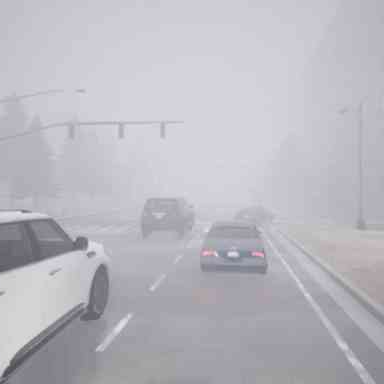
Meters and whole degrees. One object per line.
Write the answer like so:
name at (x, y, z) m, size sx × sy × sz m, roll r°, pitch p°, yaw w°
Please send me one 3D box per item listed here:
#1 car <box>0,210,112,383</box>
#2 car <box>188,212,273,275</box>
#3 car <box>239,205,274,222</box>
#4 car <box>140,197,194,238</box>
car at (-2.809, 1.218, 4.245) m, size 2.150 × 2.045 × 5.566 m, roll 0°, pitch 0°, yaw 4°
car at (1.318, 1.583, 10.626) m, size 2.033 × 1.411 × 5.357 m, roll 0°, pitch 0°, yaw 7°
car at (4.790, 1.688, 25.050) m, size 1.994 × 1.385 × 4.181 m, roll 0°, pitch -1°, yaw 28°
car at (-1.221, 1.267, 18.355) m, size 2.150 × 2.045 × 5.566 m, roll 0°, pitch 0°, yaw 7°
